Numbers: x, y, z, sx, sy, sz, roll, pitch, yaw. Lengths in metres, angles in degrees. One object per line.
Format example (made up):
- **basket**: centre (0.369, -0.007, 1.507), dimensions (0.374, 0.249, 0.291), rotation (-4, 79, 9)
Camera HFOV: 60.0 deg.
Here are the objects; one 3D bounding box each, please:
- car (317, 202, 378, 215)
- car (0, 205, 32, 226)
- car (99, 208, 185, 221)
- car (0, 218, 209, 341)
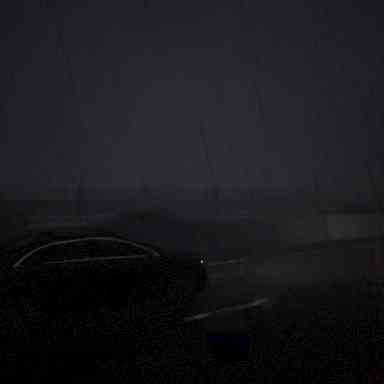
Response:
- **car**: centre (11.944, 1.570, 25.608), dimensions (5.008, 1.535, 1.882), rotation (0, 0, -21)
- **car**: centre (-11.101, 1.431, 17.360), dimensions (4.902, 1.511, 2.128), rotation (0, 0, -33)
- **car**: centre (-2.518, 1.497, 14.572), dimensions (4.892, 1.490, 1.837), rotation (0, 0, -30)
- **car**: centre (-1.911, 1.482, 6.478), dimensions (4.902, 1.511, 2.128), rotation (0, 0, -34)
